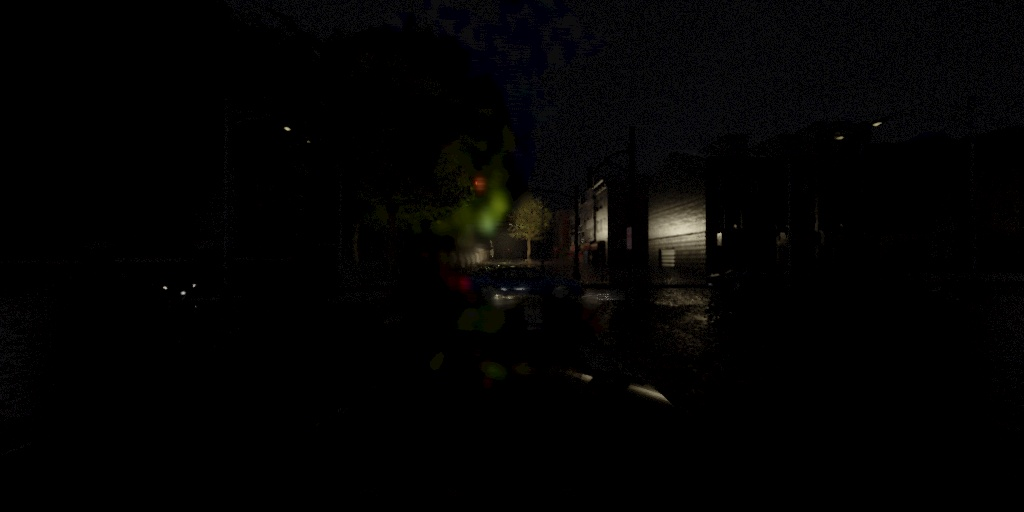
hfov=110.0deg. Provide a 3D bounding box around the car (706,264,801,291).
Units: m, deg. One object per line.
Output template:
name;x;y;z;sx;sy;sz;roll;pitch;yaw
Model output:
car;12.386;1.066;18.473;4.313;1.339;1.948;0;0;0

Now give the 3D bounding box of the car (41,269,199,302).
car;-17.172;1.274;15.837;5.357;1.411;2.033;0;0;0

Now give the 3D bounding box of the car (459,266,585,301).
car;0.427;1.160;15.825;5.357;1.411;2.033;0;0;0
